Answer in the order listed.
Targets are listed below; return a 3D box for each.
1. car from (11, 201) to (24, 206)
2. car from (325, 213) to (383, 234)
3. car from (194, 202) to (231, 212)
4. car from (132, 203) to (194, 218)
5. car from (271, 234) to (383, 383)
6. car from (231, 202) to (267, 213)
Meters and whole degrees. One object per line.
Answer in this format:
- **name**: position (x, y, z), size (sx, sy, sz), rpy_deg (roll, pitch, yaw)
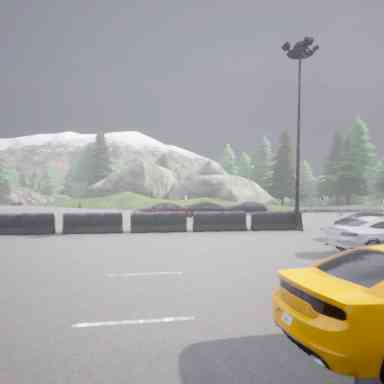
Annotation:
- **car**: position (-41.542, 2.878, 79.268), size (1.812, 1.442, 4.674), rpy_deg (1, -4, -10)
- **car**: position (7.391, 1.645, 12.666), size (4.674, 1.442, 1.812), rpy_deg (0, 0, -11)
- **car**: position (0.961, 1.741, 33.029), size (4.892, 1.490, 1.837), rpy_deg (1, -1, -11)
- **car**: position (-2.661, 1.673, 28.782), size (5.008, 1.535, 1.882), rpy_deg (1, -1, -11)
- **car**: position (3.678, 1.522, 4.841), size (5.008, 1.535, 1.882), rpy_deg (0, 0, -11)
- **car**: position (6.384, 1.852, 38.697), size (4.674, 1.442, 1.812), rpy_deg (0, 0, 0)
